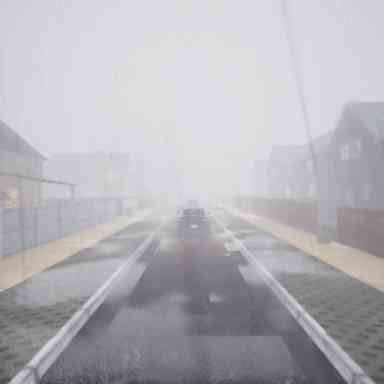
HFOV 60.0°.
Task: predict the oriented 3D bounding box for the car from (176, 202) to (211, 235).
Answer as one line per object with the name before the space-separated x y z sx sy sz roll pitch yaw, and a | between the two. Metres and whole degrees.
car | 0.100 1.537 18.779 1.812 1.442 4.674 0 0 0

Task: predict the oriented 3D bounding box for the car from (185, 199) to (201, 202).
car | 0.099 1.543 40.646 1.812 1.442 4.674 0 0 0
